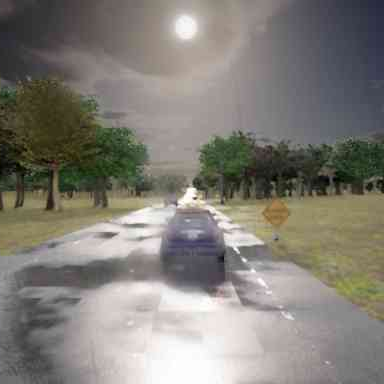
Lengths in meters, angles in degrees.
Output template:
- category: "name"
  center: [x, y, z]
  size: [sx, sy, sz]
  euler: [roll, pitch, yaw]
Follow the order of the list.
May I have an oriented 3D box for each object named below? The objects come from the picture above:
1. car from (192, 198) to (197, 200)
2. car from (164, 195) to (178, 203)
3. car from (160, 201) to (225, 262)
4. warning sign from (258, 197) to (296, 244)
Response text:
- category: "car"
  center: [0.064, 1.578, 28.760]
  size: [1.882, 1.535, 5.008]
  euler: [0, 0, 1]
- category: "car"
  center: [-3.534, 1.469, 56.923]
  size: [2.150, 2.045, 5.566]
  euler: [0, 0, 1]
- category: "car"
  center: [0.048, 1.396, 12.521]
  size: [2.097, 1.767, 4.553]
  euler: [0, 0, 1]
- category: "warning sign"
  center: [3.555, 1.165, 14.002]
  size: [1.300, 1.860, 1.060]
  euler: [0, 0, 0]
